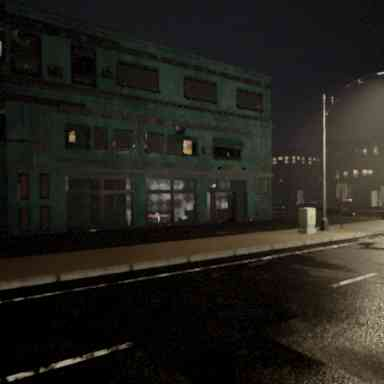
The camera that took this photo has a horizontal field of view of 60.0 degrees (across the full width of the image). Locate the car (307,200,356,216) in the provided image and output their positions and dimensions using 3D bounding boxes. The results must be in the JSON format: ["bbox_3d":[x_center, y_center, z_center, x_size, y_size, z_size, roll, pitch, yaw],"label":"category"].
[{"bbox_3d":[14.723,1.828,34.578,1.947,1.339,4.313,-1,0,-35],"label":"car"}]

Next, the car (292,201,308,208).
[{"bbox_3d":[16.815,1.828,46.304,2.008,1.369,4.403,-1,0,-35],"label":"car"}]

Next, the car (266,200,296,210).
[{"bbox_3d":[13.607,1.922,50.815,1.802,1.307,4.206,-1,0,-35],"label":"car"}]

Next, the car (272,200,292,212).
[{"bbox_3d":[10.497,1.854,45.221,2.128,1.511,4.902,-1,0,-35],"label":"car"}]
